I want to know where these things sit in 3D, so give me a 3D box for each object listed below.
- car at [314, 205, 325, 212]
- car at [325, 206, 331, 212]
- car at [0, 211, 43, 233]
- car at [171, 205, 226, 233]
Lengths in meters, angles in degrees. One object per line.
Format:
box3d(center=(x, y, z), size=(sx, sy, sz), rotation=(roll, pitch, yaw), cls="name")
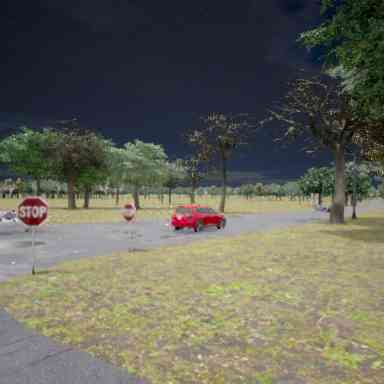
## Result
box3d(center=(31.521, 3.979, 81.721), size=(1.882, 1.535, 5.008), rotation=(1, -1, 36), cls="car")
box3d(center=(32.982, 3.995, 77.171), size=(1.837, 1.490, 4.892), rotation=(1, -1, 33), cls="car")
box3d(center=(-11.998, 1.949, 21.315), size=(1.812, 1.442, 4.674), rotation=(1, -1, 36), cls="car")
box3d(center=(0.627, 2.103, 26.859), size=(2.150, 2.045, 5.566), rotation=(1, -1, 36), cls="car")
